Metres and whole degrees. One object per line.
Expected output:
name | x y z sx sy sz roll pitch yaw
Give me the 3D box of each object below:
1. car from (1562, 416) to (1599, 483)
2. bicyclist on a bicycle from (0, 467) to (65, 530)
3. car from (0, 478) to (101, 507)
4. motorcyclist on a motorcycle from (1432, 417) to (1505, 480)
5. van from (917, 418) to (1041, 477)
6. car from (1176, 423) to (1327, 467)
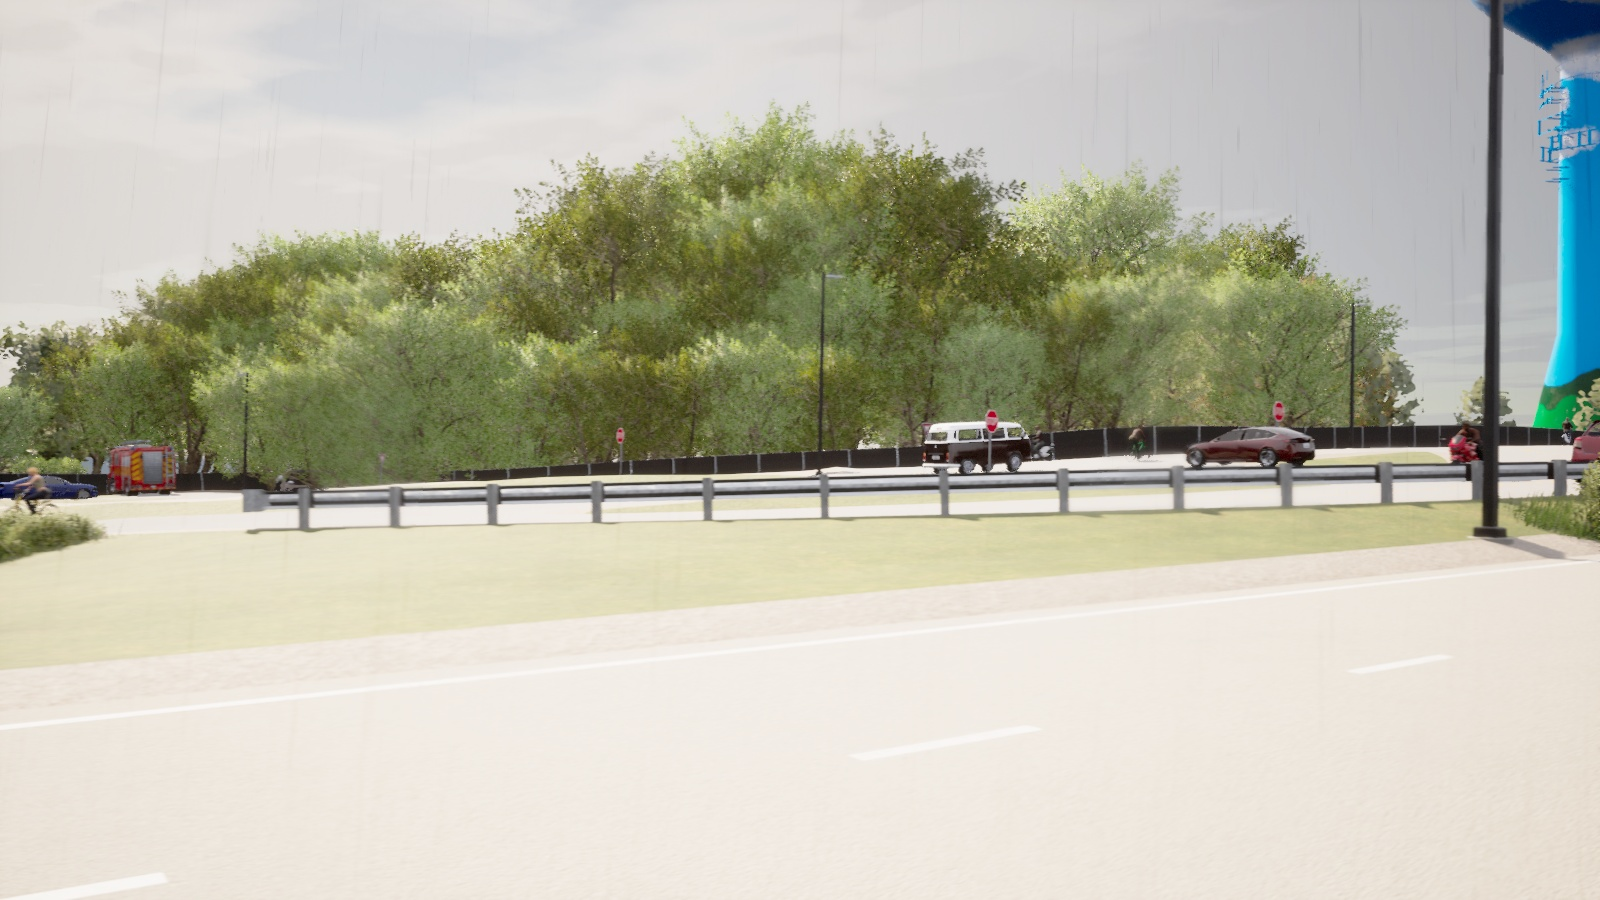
car | 19.565 -0.065 29.257 3.633 1.501 1.845 -2 1 -37
bicyclist on a bicycle | -21.845 1.389 35.596 1.509 1.612 0.866 -4 -5 -9
car | -43.163 2.399 72.188 5.008 1.535 1.882 0 0 -38
motorcyclist on a motorcycle | 16.996 -0.054 31.909 2.044 1.523 0.797 -2 0 -37
van | 6.971 -0.116 48.833 4.480 2.038 2.069 -4 2 -34
car | 16.561 -0.179 46.288 2.163 1.488 4.792 -3 1 -36
